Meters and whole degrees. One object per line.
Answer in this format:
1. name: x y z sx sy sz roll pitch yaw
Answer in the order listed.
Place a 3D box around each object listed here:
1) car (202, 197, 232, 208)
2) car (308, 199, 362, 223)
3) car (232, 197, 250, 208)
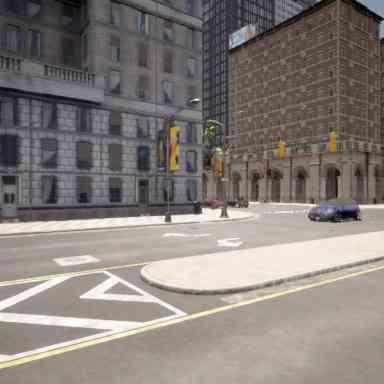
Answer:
1. car: 3.039 1.526 46.977 1.812 1.442 4.674 0 0 -35
2. car: 11.021 1.352 25.625 4.553 1.767 2.097 0 0 -35
3. car: 6.246 1.505 48.495 1.837 1.490 4.892 0 0 -35
